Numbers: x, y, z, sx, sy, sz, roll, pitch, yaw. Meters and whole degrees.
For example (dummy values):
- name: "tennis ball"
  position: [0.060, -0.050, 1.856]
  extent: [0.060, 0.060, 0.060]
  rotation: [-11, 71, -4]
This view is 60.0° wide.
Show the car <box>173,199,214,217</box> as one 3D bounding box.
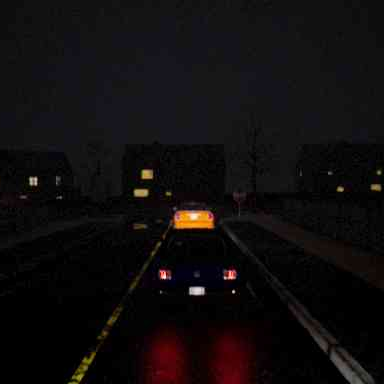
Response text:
- name: "car"
  position: [0.038, 1.250, 18.452]
  extent: [2.097, 1.767, 4.553]
  rotation: [0, 0, -2]

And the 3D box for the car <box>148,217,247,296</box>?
- name: "car"
  position: [0.097, 1.550, 8.433]
  extent: [1.895, 1.301, 4.718]
  rotation: [0, 0, 0]

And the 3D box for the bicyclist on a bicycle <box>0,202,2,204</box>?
- name: "bicyclist on a bicycle"
  position: [-20.169, 1.483, 34.534]
  extent: [0.582, 1.620, 1.656]
  rotation: [-1, 1, 0]
